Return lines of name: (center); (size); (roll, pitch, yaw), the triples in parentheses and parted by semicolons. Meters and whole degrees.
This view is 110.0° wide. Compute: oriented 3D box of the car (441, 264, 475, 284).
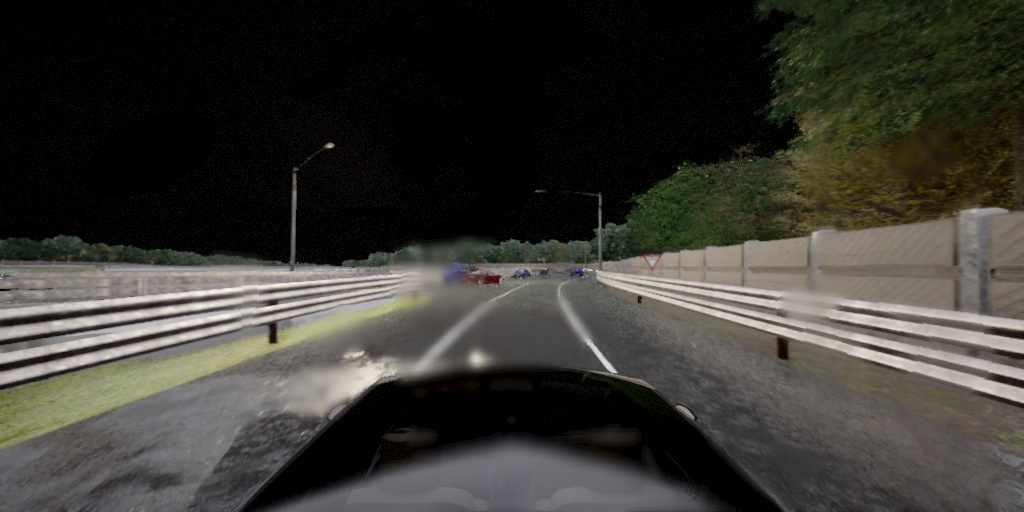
car: (-4.812, 1.820, 36.902); (2.150, 2.045, 5.566); (0, -2, 32)

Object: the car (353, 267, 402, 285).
car: (-12.077, 1.782, 32.620); (2.097, 1.767, 4.553); (-1, -2, 37)

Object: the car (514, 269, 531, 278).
car: (1.643, 2.786, 57.886); (1.812, 1.442, 4.674); (0, -2, 19)

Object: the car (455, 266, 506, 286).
car: (-2.721, 1.996, 33.819); (1.882, 1.535, 5.008); (0, -2, 33)

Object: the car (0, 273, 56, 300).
car: (-25.796, 1.367, 17.145); (2.128, 1.511, 4.902); (-1, -2, 44)
